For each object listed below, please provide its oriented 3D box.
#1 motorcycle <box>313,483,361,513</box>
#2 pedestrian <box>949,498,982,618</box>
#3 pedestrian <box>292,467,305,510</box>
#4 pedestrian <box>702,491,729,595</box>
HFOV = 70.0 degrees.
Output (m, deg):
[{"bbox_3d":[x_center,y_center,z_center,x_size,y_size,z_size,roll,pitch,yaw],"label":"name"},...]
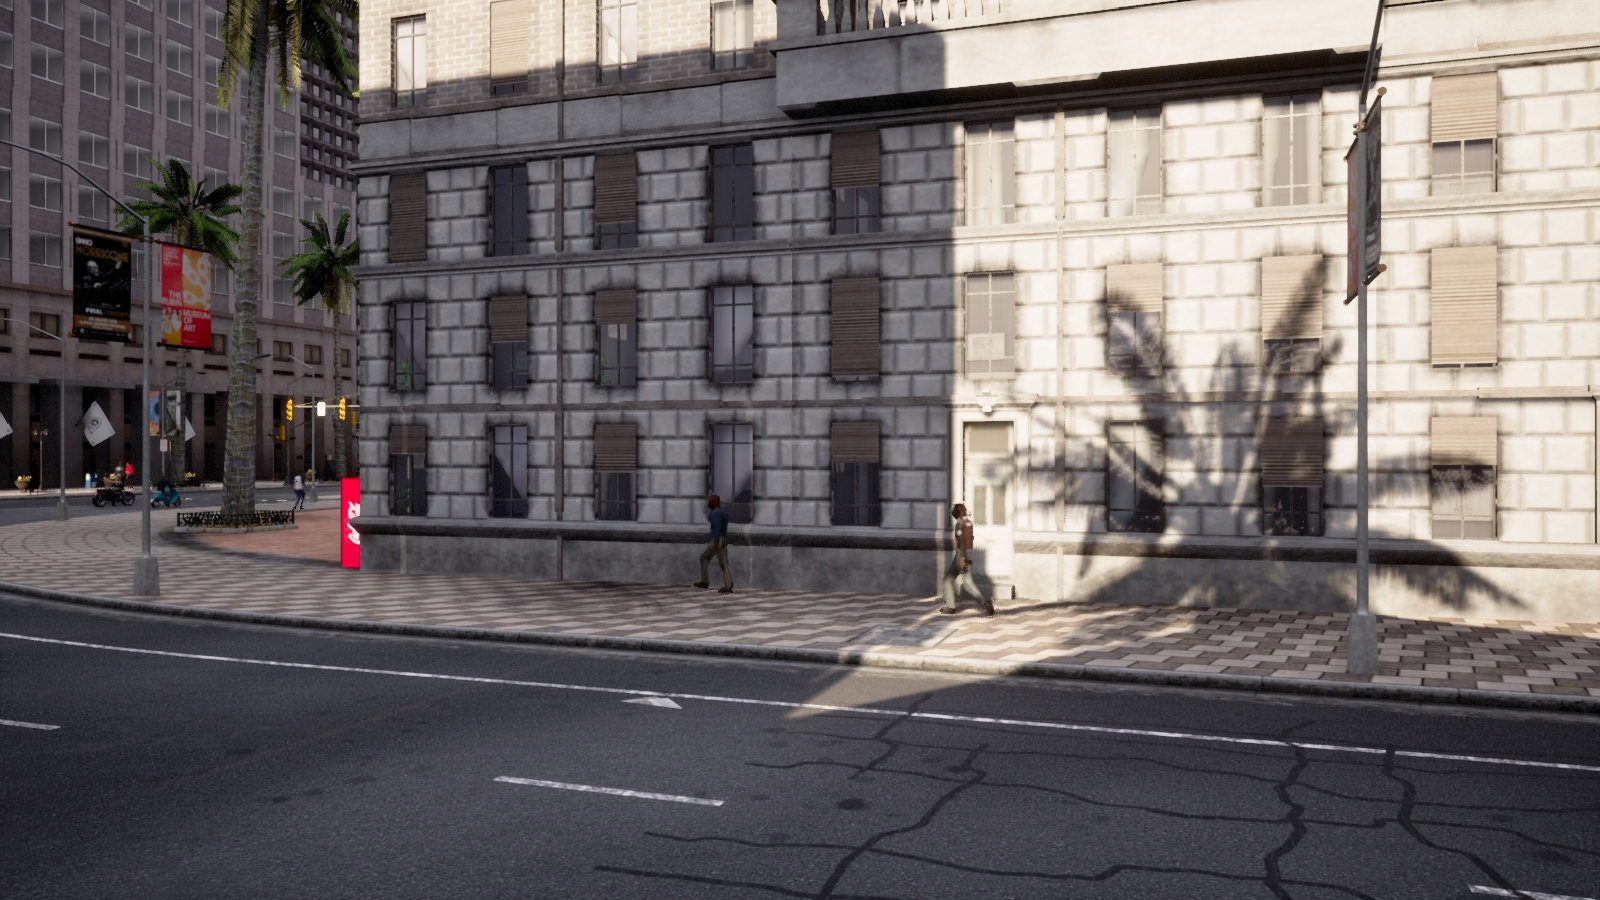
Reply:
[{"bbox_3d":[-21.134,2.170,52.239,0.764,1.277,2.356,0,0,16],"label":"motorcycle"},{"bbox_3d":[2.630,1.696,18.159,0.375,1.860,0.375,0,0,36],"label":"pedestrian"},{"bbox_3d":[-21.993,1.696,50.125,0.375,1.860,0.375,0,0,4],"label":"pedestrian"},{"bbox_3d":[-1.550,1.696,20.912,0.375,1.860,0.375,0,0,20],"label":"pedestrian"}]
